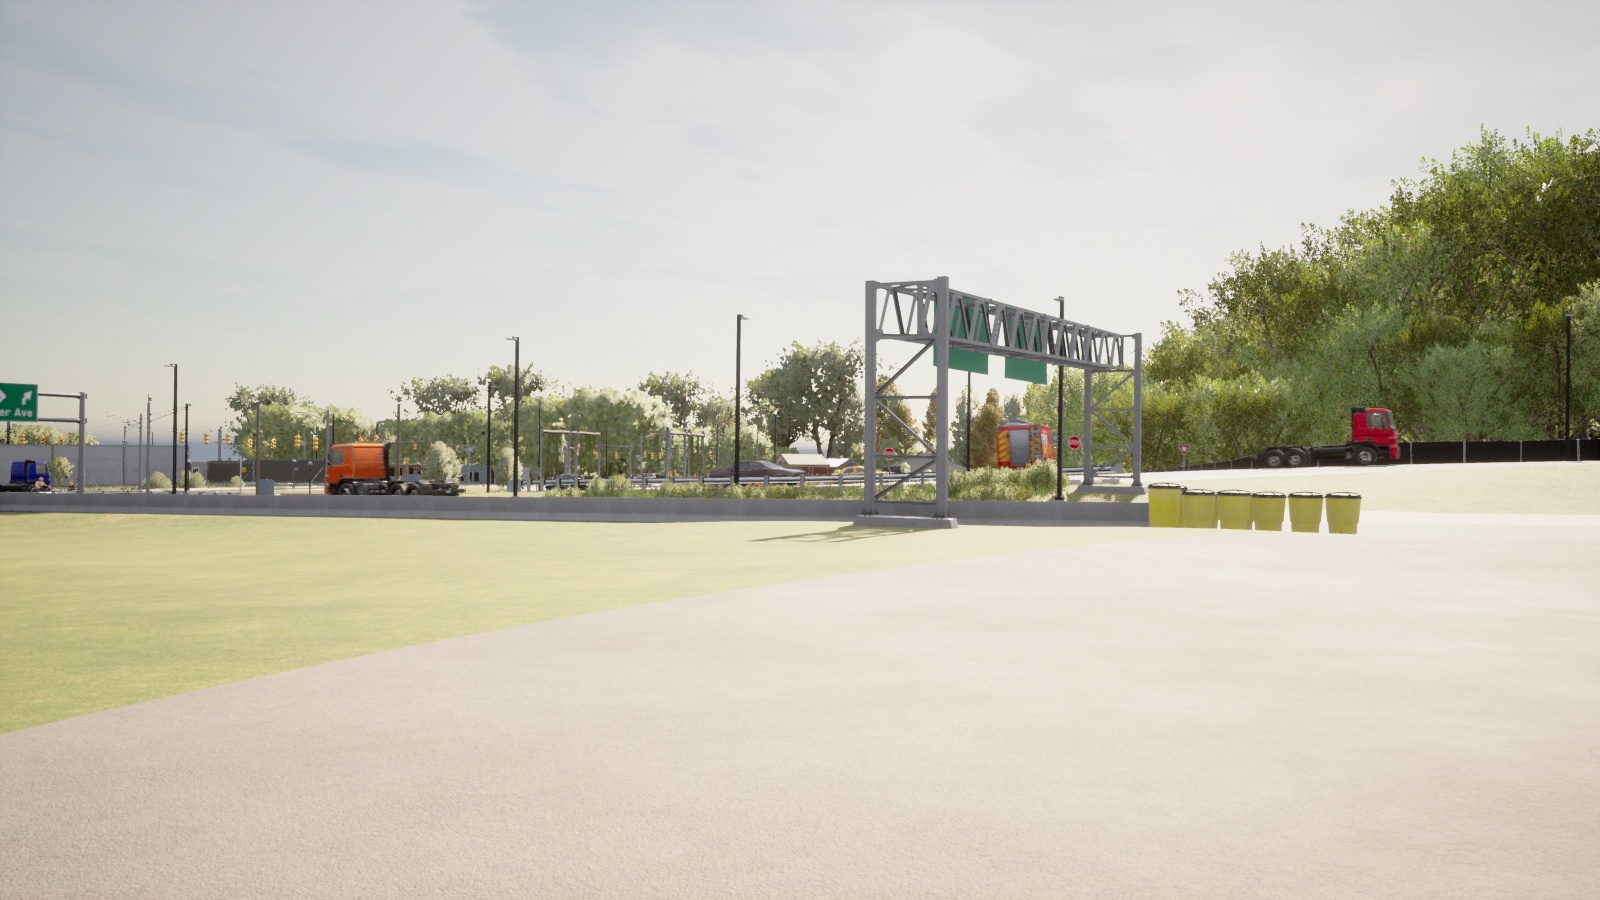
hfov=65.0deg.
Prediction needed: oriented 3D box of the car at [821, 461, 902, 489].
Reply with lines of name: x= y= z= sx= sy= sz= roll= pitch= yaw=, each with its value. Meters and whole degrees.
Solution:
car: x=4.326 y=1.751 z=88.850 sx=5.366 sy=1.575 sz=1.801 roll=-5 pitch=-2 yaw=29

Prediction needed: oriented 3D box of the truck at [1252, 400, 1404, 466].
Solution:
truck: x=31.481 y=-0.957 z=74.945 sx=7.936 sy=3.462 sz=2.891 roll=-3 pitch=-1 yaw=29

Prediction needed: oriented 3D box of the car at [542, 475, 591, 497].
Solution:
car: x=-17.042 y=2.636 z=91.756 sx=1.816 sy=1.474 sz=4.193 roll=-1 pitch=-3 yaw=16

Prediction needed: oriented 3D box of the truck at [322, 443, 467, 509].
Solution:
truck: x=-22.453 y=1.440 z=69.498 sx=7.936 sy=3.462 sz=2.891 roll=-1 pitch=-1 yaw=28

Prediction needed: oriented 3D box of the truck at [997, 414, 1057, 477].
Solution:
truck: x=15.124 y=-0.188 z=83.057 sx=2.891 sy=3.827 sz=8.468 roll=-3 pitch=-2 yaw=16

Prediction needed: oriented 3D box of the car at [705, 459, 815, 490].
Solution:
car: x=-2.115 y=1.272 z=65.737 sx=5.357 sy=1.411 sz=2.033 roll=-3 pitch=-1 yaw=27
